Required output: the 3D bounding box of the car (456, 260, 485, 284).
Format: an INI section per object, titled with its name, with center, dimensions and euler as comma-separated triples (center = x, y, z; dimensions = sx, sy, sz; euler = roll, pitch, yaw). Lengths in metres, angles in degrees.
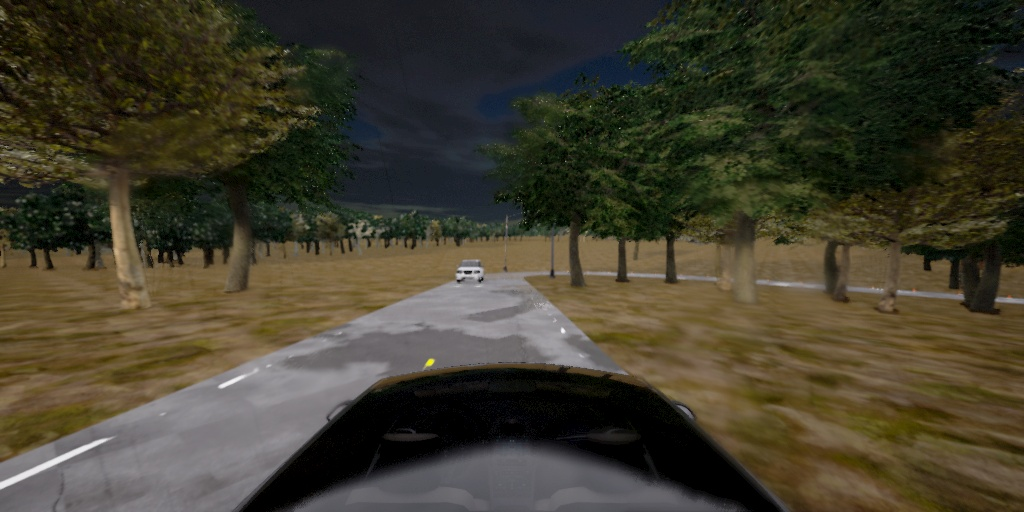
[car]
center = -3.655, 1.333, 32.073
dimensions = 2.150, 2.045, 5.566
euler = 0, -1, -1
